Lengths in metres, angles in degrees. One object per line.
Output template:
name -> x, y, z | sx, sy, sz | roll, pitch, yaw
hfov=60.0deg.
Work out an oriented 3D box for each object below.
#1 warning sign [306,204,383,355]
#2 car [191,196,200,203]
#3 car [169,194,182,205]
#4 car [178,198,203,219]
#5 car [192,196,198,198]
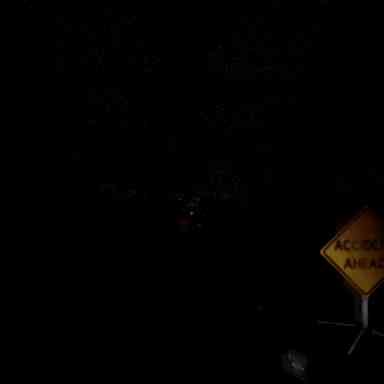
warning sign -> 2.441, 1.116, 4.698 | 1.300, 1.860, 1.060 | 0, 0, 0
car -> 0.737, 1.642, 74.889 | 1.801, 1.575, 5.366 | 0, 0, 0
car -> -2.969, 1.339, 61.303 | 2.150, 2.045, 5.566 | 0, 0, 1
car -> -0.015, 1.545, 29.250 | 1.812, 1.442, 4.674 | 0, 0, 0
car -> -0.062, 1.615, 45.398 | 1.994, 1.385, 4.181 | 0, 0, 0
